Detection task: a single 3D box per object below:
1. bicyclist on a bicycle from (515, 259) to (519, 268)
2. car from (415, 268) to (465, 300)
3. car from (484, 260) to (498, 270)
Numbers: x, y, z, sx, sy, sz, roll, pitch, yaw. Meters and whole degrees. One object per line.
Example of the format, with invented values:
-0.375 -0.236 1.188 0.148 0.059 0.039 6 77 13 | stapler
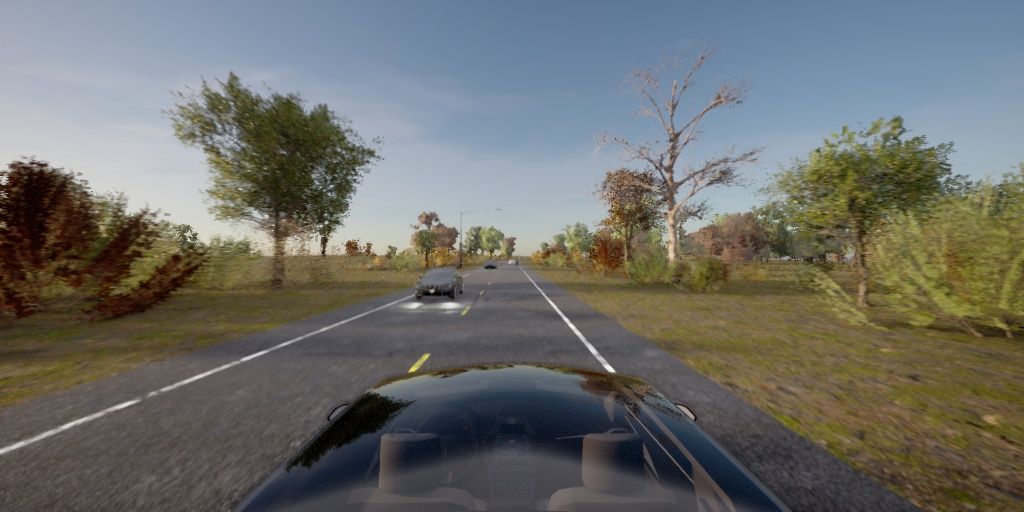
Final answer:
0.953 1.457 65.170 0.659 1.776 1.843 0 0 0 | bicyclist on a bicycle
-3.596 1.363 18.546 1.837 1.490 4.892 0 -1 0 | car
-3.531 1.417 59.814 2.097 1.767 4.553 0 0 0 | car
